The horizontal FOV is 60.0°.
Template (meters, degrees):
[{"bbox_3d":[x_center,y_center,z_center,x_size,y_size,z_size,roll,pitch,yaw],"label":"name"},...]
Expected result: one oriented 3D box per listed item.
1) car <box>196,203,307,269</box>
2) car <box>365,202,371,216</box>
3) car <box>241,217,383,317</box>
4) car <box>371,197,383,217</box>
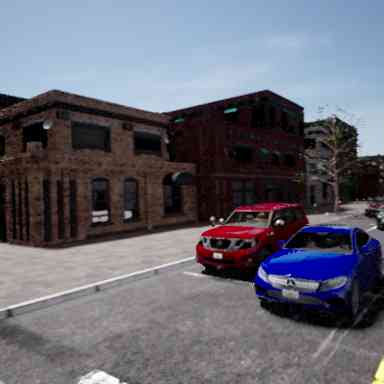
[{"bbox_3d":[2.234,1.338,10.739,2.192,1.841,5.009,-2,-1,38],"label":"car"},{"bbox_3d":[15.994,1.197,28.151,1.967,1.590,4.097,-2,-1,38],"label":"car"},{"bbox_3d":[3.163,1.517,7.712,1.812,1.442,4.674,-2,0,38],"label":"car"},{"bbox_3d":[11.915,1.173,18.802,2.097,1.767,4.553,-2,0,38],"label":"car"}]
